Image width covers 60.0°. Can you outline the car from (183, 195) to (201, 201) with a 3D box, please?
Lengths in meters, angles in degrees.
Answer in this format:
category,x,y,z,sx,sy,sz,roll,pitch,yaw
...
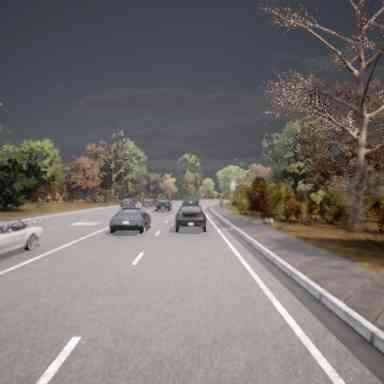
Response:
category,x,y,z,sx,sy,sz,roll,pitch,yaw
car,-0.056,1.416,43.514,2.150,2.045,5.566,0,0,1

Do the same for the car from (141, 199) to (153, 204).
category,x,y,z,sx,sy,sz,roll,pitch,yaw
car,-6.805,1.787,53.058,1.812,1.442,4.674,0,0,4

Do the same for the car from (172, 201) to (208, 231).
category,x,y,z,sx,sy,sz,roll,pitch,yaw
car,-0.081,1.558,21.004,1.837,1.490,4.892,0,0,-1

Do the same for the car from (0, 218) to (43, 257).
category,x,y,z,sx,sy,sz,roll,pitch,yaw
car,-7.090,1.624,11.546,1.895,1.301,4.718,0,0,0

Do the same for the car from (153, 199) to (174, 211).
category,x,y,z,sx,sy,sz,roll,pitch,yaw
car,-3.554,1.700,43.373,1.837,1.490,4.892,0,-1,1

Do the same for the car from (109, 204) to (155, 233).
category,x,y,z,sx,sy,sz,roll,pitch,yaw
car,-3.571,1.614,19.867,1.994,1.385,4.181,0,0,-1

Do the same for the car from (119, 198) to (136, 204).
category,x,y,z,sx,sy,sz,roll,pitch,yaw
car,-10.284,1.770,53.501,1.837,1.490,4.892,0,0,4
